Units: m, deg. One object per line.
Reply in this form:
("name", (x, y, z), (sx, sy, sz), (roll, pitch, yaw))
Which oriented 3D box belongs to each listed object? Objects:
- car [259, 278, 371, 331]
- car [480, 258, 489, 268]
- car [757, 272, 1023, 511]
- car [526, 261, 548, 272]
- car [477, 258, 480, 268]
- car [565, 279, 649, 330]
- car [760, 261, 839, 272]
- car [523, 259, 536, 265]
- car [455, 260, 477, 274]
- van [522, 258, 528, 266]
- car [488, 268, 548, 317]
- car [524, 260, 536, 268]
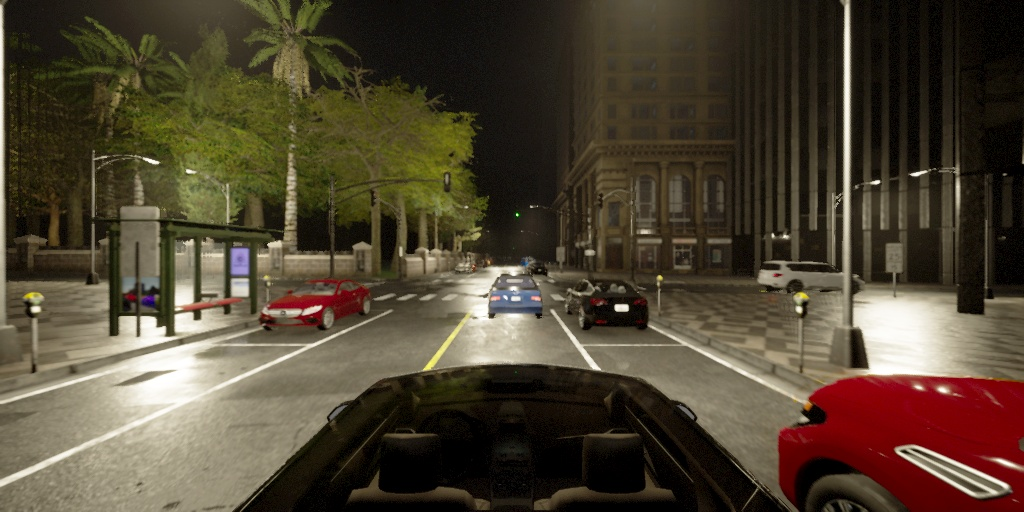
("car", (-5.764, 1.368, 11.102), (1.802, 1.307, 4.207), (0, 0, 0))
("car", (-5.771, 1.406, 64.643), (1.967, 1.591, 4.097), (0, 0, 0))
("car", (2.763, 1.059, 0.235), (2.192, 1.841, 5.009), (0, 0, 0))
("car", (2.758, 1.446, 37.522), (1.948, 1.339, 4.313), (0, 0, 0))
("car", (-5.769, 1.356, 48.381), (1.967, 1.591, 4.097), (0, 0, 0))
("car", (2.761, 1.352, 11.085), (1.948, 1.339, 4.313), (0, 0, 0))
("car", (18.678, 1.369, 22.595), (5.566, 2.045, 2.150), (1, 0, 2))
("car", (2.756, 1.442, 48.533), (1.751, 1.417, 4.829), (0, 0, 0))
("car", (-5.768, 1.449, 42.961), (2.007, 1.370, 4.403), (0, 0, 0))
("van", (2.755, 1.275, 53.783), (1.690, 1.789, 3.998), (0, 0, 0))
("car", (0.097, 1.342, 13.292), (2.033, 1.411, 5.357), (0, 0, 0))
("car", (2.757, 1.464, 42.942), (1.948, 1.339, 4.313), (0, 0, 0))
